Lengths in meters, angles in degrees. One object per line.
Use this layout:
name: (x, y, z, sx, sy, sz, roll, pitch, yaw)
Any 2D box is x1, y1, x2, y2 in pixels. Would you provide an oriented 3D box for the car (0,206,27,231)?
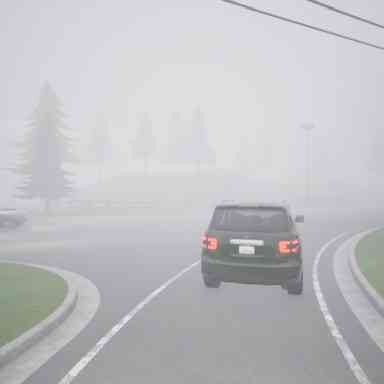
car: (-12.198, 1.524, 18.973, 4.674, 1.442, 1.812, 0, 0, -29)

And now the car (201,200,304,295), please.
car: (1.807, 1.221, 9.049, 2.150, 2.045, 5.566, 0, 0, 16)

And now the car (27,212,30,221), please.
car: (-13.443, 1.599, 22.285, 4.718, 1.301, 1.895, 0, 0, -29)
